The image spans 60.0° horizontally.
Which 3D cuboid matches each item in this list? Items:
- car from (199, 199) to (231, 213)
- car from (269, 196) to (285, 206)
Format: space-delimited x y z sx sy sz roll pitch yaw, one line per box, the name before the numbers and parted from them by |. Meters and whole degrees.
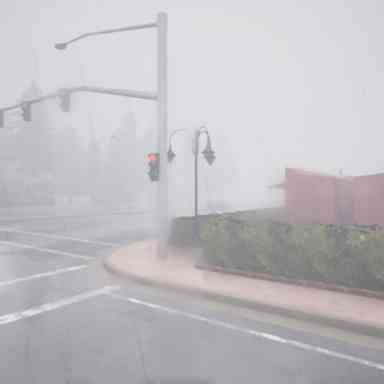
car | 2.657 1.563 38.252 2.128 1.511 4.902 0 0 36
car | 14.307 1.453 54.080 2.097 1.767 4.553 0 0 36
